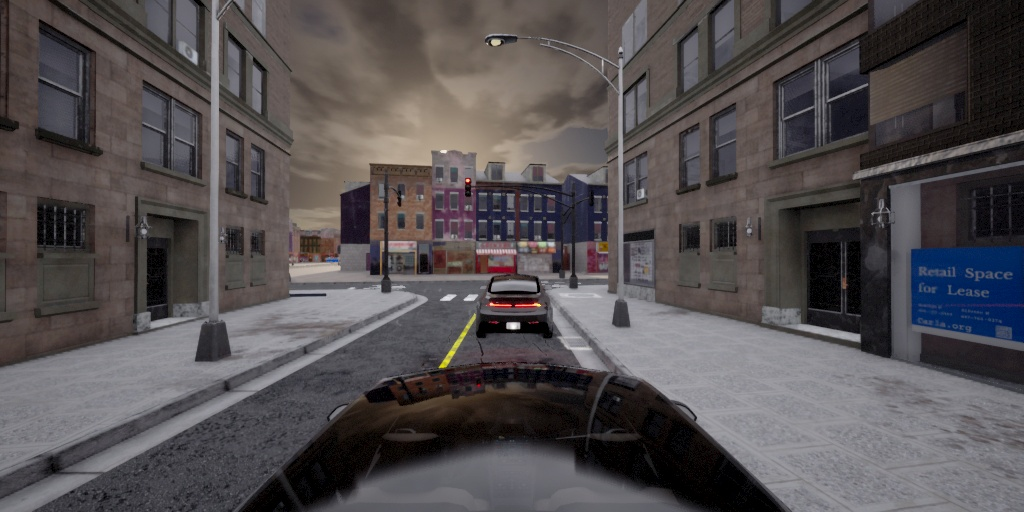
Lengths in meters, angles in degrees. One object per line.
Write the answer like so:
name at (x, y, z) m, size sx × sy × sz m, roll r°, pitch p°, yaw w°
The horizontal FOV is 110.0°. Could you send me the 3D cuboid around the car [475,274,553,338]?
car at (0.100, 1.256, 10.148) m, size 1.837 × 1.490 × 4.892 m, roll 0°, pitch 0°, yaw 2°
